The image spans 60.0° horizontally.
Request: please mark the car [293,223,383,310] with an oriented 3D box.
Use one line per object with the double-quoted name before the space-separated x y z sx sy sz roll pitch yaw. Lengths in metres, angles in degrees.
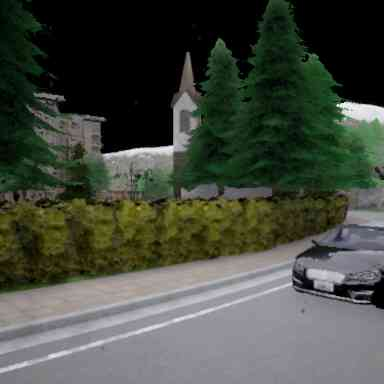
"car" 4.238 1.546 8.119 2.128 1.511 4.902 0 -1 45
